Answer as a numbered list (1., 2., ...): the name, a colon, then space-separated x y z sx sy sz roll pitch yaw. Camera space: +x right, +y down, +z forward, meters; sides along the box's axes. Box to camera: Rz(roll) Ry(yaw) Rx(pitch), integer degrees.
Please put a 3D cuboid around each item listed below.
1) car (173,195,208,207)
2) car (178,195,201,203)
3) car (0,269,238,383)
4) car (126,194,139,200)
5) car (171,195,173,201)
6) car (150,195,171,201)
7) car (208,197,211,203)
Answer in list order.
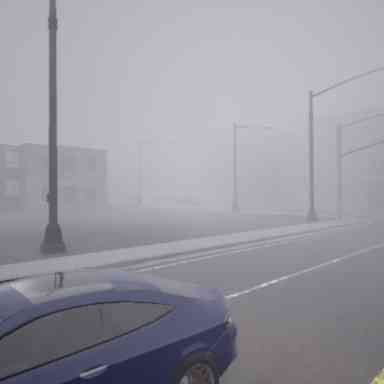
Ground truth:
1. car: -0.281 1.571 53.859 2.128 1.511 4.902 0 0 -43
2. car: -0.637 1.487 69.724 1.882 1.535 5.008 0 0 -43
3. car: -1.529 1.567 3.056 4.674 1.442 1.812 0 -1 -41
4. car: -11.438 1.213 65.894 1.812 1.442 4.674 0 0 -43
5. car: -5.214 1.424 79.725 2.033 1.411 5.357 0 0 -43
6. car: -7.768 1.378 77.331 1.837 1.490 4.892 0 0 -43
7. car: 1.916 1.540 72.118 2.128 1.511 4.902 0 0 -43
